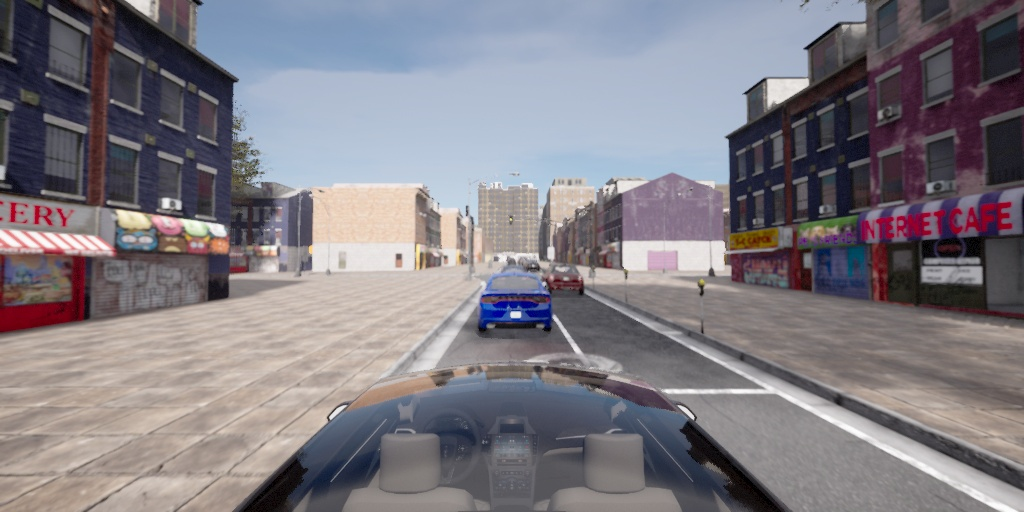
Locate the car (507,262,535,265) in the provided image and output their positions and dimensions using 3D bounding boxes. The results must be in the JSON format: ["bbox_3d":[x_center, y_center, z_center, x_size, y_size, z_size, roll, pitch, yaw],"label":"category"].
[{"bbox_3d":[0.095,1.220,19.690,1.812,1.442,4.674,0,0,0],"label":"car"}]

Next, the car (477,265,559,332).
[{"bbox_3d":[0.054,1.196,10.733,1.882,1.535,5.008,0,0,-1],"label":"car"}]

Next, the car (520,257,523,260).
[{"bbox_3d":[2.612,1.223,57.281,1.751,1.417,4.829,0,0,0],"label":"car"}]

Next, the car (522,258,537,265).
[{"bbox_3d":[2.617,1.239,46.239,1.948,1.339,4.313,0,0,0],"label":"car"}]

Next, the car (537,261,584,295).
[{"bbox_3d":[2.631,1.134,19.494,1.967,1.591,4.097,0,0,0],"label":"car"}]

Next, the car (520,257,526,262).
[{"bbox_3d":[2.614,1.249,51.675,1.948,1.339,4.313,0,0,0],"label":"car"}]
